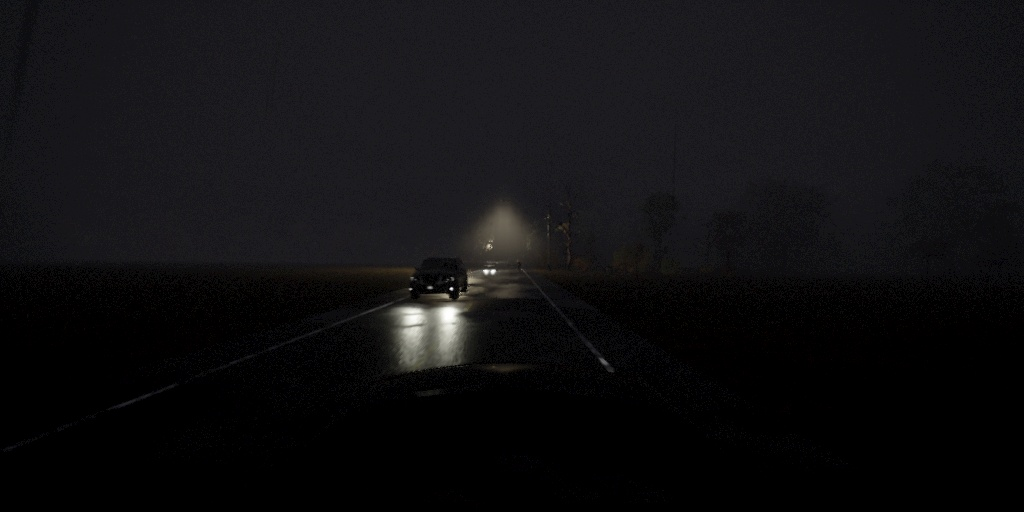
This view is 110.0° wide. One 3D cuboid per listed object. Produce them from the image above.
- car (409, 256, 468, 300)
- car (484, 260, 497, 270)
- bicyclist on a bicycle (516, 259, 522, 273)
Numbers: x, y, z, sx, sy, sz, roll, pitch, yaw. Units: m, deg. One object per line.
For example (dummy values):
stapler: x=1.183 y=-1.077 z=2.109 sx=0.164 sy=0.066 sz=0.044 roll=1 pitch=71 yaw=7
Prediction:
car: x=-3.602 y=1.036 z=18.538 sx=2.150 sy=2.045 sz=5.566 roll=0 pitch=0 yaw=0
car: x=-3.553 y=1.471 z=59.030 sx=2.128 sy=1.511 sz=4.902 roll=0 pitch=0 yaw=1
bicyclist on a bicycle: x=0.947 y=1.376 z=44.930 sx=0.582 sy=1.620 sz=1.656 roll=0 pitch=-1 yaw=0
